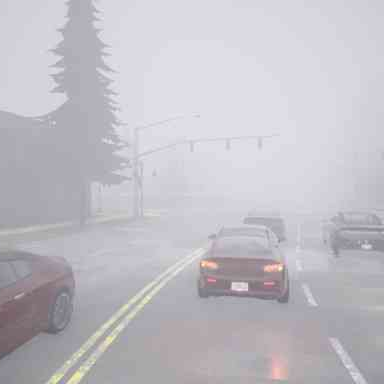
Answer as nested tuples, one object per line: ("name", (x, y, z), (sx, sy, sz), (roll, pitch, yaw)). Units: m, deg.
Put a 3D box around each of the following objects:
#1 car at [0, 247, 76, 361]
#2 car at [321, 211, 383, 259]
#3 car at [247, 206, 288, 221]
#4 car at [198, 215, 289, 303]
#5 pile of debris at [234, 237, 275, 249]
("car", (-3.136, 1.526, 4.169), (1.812, 1.442, 4.674), (0, 0, 7))
("car", (6.162, 1.492, 12.741), (2.128, 1.511, 4.902), (0, 0, 16))
("car", (3.827, 1.478, 17.116), (1.882, 1.535, 5.008), (0, 0, 18))
("car", (1.323, 1.526, 8.200), (1.812, 1.442, 4.674), (0, 0, 12))
("pile of debris", (2.728, 2.175, 14.287), (1.500, 0.140, 1.860), (0, 0, 18))
